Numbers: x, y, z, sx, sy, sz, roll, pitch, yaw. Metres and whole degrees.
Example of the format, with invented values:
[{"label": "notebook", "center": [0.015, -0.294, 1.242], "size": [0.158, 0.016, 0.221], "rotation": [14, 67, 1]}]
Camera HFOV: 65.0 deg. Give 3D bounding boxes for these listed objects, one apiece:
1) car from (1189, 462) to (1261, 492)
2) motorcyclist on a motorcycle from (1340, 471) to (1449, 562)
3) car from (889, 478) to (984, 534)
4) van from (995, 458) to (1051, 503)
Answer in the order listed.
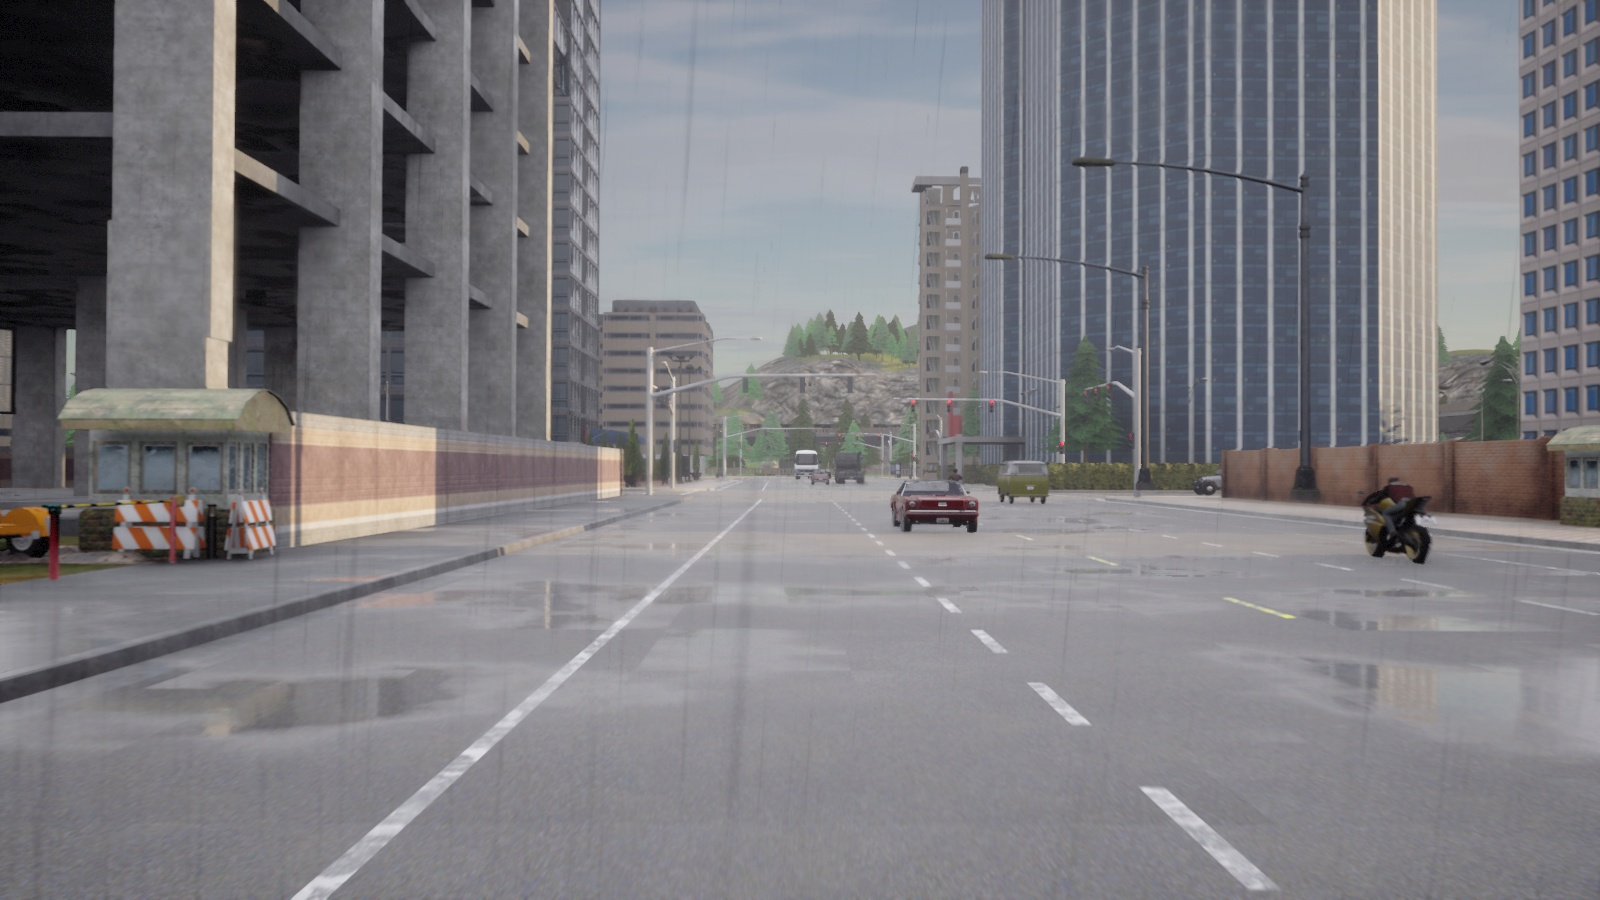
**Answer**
[{"label": "car", "center": [26.643, 1.675, 78.747], "size": [3.866, 1.878, 1.905], "rotation": [0, -1, 0]}, {"label": "motorcyclist on a motorcycle", "center": [10.447, 1.135, 22.165], "size": [0.866, 1.530, 2.191], "rotation": [0, -1, 0]}, {"label": "car", "center": [3.423, 1.380, 32.304], "size": [1.895, 1.301, 4.718], "rotation": [0, -1, 0]}, {"label": "van", "center": [10.348, 1.396, 58.592], "size": [1.775, 1.987, 4.442], "rotation": [0, -1, 0]}]
